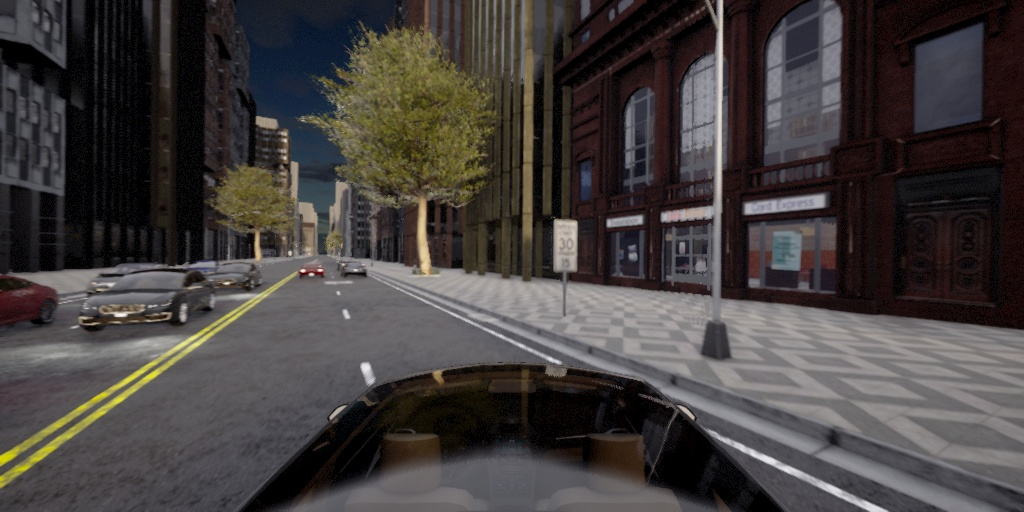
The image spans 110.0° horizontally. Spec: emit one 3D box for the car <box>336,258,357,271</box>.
[{"bbox_3d":[-20.832,1.070,45.001,2.128,1.511,4.902,1,0,-27],"label":"car"}]

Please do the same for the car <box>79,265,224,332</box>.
[{"bbox_3d":[-10.465,1.155,10.716,1.837,1.490,4.892,1,0,-28],"label":"car"}]

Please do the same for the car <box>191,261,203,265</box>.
[{"bbox_3d":[-21.854,1.072,25.600,1.812,1.442,4.674,1,0,-27],"label":"car"}]

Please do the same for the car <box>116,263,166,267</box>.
[{"bbox_3d":[-17.136,1.077,16.490,2.128,1.511,4.902,1,0,-27],"label":"car"}]

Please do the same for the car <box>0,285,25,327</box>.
[{"bbox_3d":[-5.837,1.167,1.856,1.882,1.535,5.008,1,0,-28],"label":"car"}]

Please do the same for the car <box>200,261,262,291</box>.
[{"bbox_3d":[-15.271,1.113,19.945,1.837,1.490,4.892,1,0,-27],"label":"car"}]

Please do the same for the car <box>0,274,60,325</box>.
[{"bbox_3d":[-12.826,1.148,8.221,1.812,1.442,4.674,1,0,-28],"label":"car"}]

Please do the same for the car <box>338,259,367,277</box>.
[{"bbox_3d":[-14.649,1.193,33.218,1.994,1.385,4.181,1,0,-29],"label":"car"}]

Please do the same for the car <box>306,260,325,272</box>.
[{"bbox_3d":[-23.463,1.149,42.935,1.895,1.301,4.718,1,0,-27],"label":"car"}]

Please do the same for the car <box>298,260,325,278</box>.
[{"bbox_3d":[-17.134,1.201,30.839,1.895,1.301,4.718,1,0,-27],"label":"car"}]
